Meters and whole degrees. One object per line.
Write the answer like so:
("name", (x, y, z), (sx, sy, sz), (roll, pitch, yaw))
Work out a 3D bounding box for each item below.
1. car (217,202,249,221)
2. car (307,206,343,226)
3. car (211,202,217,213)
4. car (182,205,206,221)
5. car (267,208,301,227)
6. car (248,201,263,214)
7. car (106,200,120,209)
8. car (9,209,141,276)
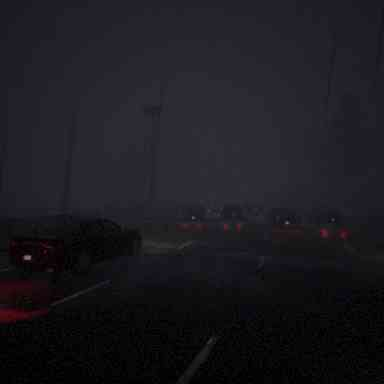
("car", (3.698, 1.775, 30.654), (2.128, 1.511, 4.902), (0, 0, 3))
("car", (10.420, 1.828, 26.254), (1.812, 1.442, 4.674), (0, 0, 6))
("car", (3.544, 1.938, 41.838), (1.994, 1.385, 4.181), (1, 0, -5))
("car", (0.265, 1.848, 29.819), (1.895, 1.301, 4.718), (0, 0, 4))
("car", (6.840, 1.865, 25.232), (1.895, 1.301, 4.718), (0, 0, 7))
("car", (7.160, 1.868, 40.280), (1.882, 1.535, 5.008), (1, 0, -3))
("car", (-11.453, 1.851, 48.493), (2.033, 1.411, 5.357), (1, -1, -10))
("car", (-3.388, 1.538, 10.782), (1.882, 1.535, 5.008), (0, 0, 18))
